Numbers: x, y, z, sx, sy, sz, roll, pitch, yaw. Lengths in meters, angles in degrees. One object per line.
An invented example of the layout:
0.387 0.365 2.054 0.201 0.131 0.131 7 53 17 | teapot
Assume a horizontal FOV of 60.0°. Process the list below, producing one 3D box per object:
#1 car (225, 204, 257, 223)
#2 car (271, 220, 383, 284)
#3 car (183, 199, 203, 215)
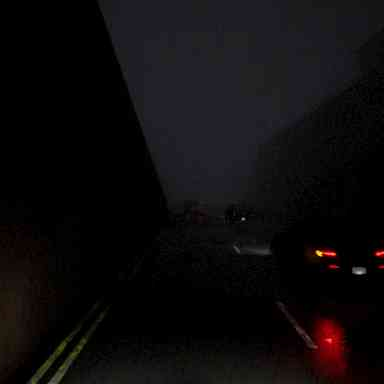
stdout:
3.596 1.600 25.434 1.895 1.301 4.718 0 0 0 | car
3.601 1.525 9.459 1.812 1.442 4.674 0 0 0 | car
0.095 1.477 34.586 1.882 1.535 5.008 0 0 0 | car
